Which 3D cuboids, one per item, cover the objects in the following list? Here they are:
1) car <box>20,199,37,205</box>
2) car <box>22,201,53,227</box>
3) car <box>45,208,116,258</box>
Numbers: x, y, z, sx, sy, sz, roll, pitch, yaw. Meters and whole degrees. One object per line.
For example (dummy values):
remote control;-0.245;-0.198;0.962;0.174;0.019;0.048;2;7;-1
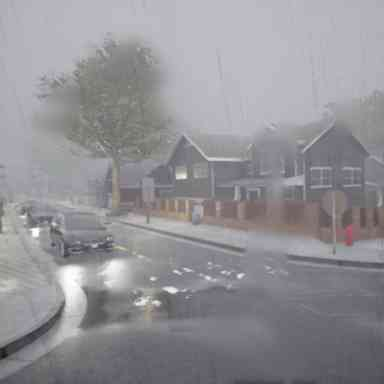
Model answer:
car;-18.327;1.634;37.796;1.837;1.490;4.892;-2;1;-28
car;-11.209;1.662;24.836;2.033;1.411;5.357;-2;1;-30
car;-4.660;1.625;13.786;1.837;1.490;4.892;-2;2;-31
